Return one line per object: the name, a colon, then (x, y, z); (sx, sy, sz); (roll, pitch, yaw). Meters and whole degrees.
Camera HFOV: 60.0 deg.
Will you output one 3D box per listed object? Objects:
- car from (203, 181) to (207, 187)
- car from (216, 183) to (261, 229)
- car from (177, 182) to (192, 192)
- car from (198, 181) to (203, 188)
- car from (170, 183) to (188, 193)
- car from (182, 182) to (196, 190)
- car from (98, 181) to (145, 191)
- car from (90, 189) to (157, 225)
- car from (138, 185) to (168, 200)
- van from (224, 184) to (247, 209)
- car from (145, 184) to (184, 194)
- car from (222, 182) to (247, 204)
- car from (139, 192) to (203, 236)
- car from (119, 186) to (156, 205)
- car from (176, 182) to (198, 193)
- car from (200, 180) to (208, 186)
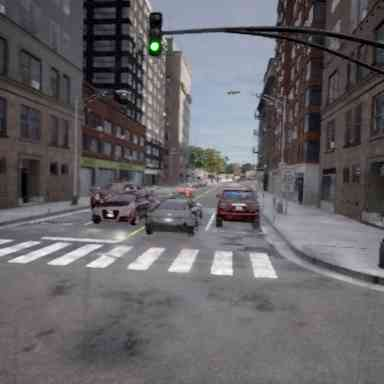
car: (2.028, -2.044, 82.897); (1.967, 1.590, 4.097); (2, 2, 7)
car: (2.262, 0.669, 16.414); (2.192, 1.841, 5.009); (2, 2, 7)
car: (-1.238, -0.867, 55.597); (1.887, 1.381, 4.507); (2, 2, 7)
car: (0.719, -1.473, 71.981); (1.802, 1.307, 4.206); (2, 2, 7)
car: (-1.890, -0.653, 50.137); (1.887, 1.381, 4.507); (2, 2, 7)
car: (-0.586, -1.075, 61.058); (2.008, 1.369, 4.403); (2, 2, 7)
car: (-5.147, 0.190, 22.824); (2.192, 1.841, 5.009); (2, 2, 7)
car: (-3.323, 0.760, 16.474); (1.994, 1.385, 4.181); (2, 2, 7)
car: (-3.848, -0.003, 33.755); (2.008, 1.369, 4.403); (2, 2, 7)
van: (3.553, 0.266, 27.338); (1.690, 1.788, 3.998); (2, 2, 7)
car: (-2.137, 0.333, 26.388); (1.812, 1.442, 4.674); (2, 2, 7)
car: (4.200, 0.025, 32.799); (2.192, 1.841, 5.009); (2, 2, 7)
car: (-0.622, 0.930, 14.259); (1.994, 1.385, 4.181); (2, 2, 7)
car: (-4.501, 0.226, 28.295); (1.947, 1.339, 4.313); (2, 2, 7)
car: (-0.931, -0.236, 36.445); (2.097, 1.767, 4.553); (2, 2, 7)
car: (3.333, -2.472, 93.819); (1.967, 1.590, 4.097); (2, 2, 7)
